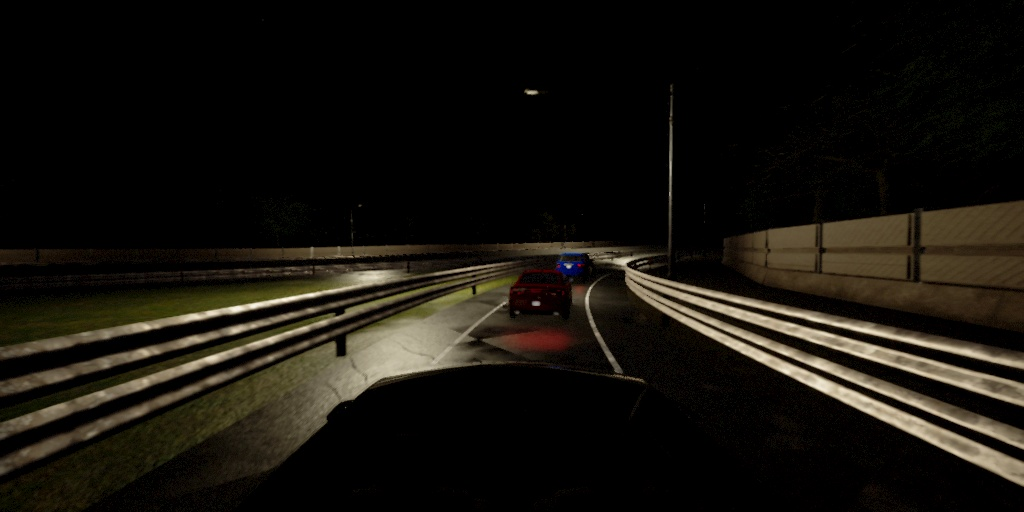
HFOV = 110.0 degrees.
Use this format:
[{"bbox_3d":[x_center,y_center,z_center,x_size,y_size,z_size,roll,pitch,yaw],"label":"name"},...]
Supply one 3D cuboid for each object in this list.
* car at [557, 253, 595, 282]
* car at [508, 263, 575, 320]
[{"bbox_3d":[4.806,0.768,26.890,2.150,2.045,5.566,1,2,21],"label":"car"},{"bbox_3d":[1.149,1.210,12.823,1.882,1.535,5.008,0,0,11],"label":"car"}]
